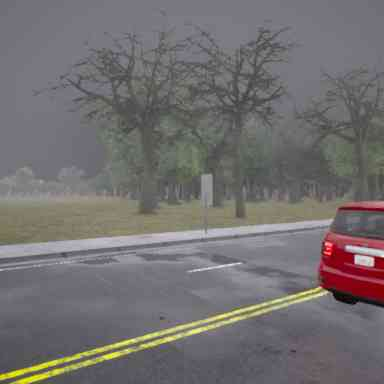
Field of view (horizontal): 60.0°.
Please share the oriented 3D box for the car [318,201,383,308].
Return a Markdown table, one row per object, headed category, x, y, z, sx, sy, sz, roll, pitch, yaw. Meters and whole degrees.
| category | x | y | z | sx | sy | sz | roll | pitch | yaw |
| --- | --- | --- | --- | --- | --- | --- | --- | --- | --- |
| car | 4.919 | 1.216 | 6.802 | 5.566 | 2.045 | 2.150 | 1 | -1 | -35 |
